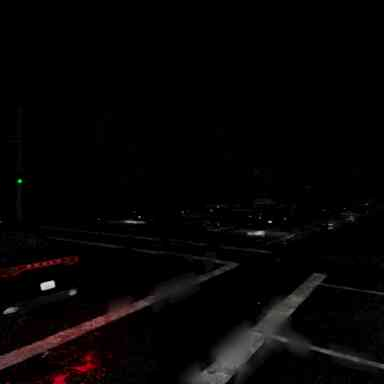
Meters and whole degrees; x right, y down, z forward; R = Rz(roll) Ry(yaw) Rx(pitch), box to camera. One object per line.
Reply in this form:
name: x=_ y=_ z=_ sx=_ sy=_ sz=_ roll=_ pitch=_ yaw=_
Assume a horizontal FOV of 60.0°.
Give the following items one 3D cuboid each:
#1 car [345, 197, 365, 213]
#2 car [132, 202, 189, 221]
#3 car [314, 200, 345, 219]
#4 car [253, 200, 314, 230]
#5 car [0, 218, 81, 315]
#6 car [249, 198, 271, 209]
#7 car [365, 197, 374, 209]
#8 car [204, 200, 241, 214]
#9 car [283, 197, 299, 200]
car: x=17.226 y=1.530 z=36.534 sx=1.994 sy=1.385 sz=4.181 roll=0 pitch=0 yaw=38
car: x=-2.449 y=1.505 z=27.507 sx=2.033 sy=1.411 sz=5.357 roll=0 pitch=0 yaw=36
car: x=11.446 y=1.449 z=28.691 sx=1.882 sy=1.535 sz=5.008 roll=0 pitch=0 yaw=36
car: x=5.928 y=1.481 z=21.168 sx=1.837 sy=1.490 sz=4.892 roll=0 pitch=0 yaw=36
car: x=-4.523 y=1.462 z=7.234 sx=5.008 sy=1.535 sz=1.882 roll=0 pitch=0 yaw=36
car: x=9.137 y=1.473 z=43.272 sx=1.812 sy=1.442 sz=4.674 roll=0 pitch=0 yaw=37
car: x=23.173 y=1.466 z=44.617 sx=1.837 sy=1.490 sz=4.892 roll=0 pitch=0 yaw=37
car: x=3.255 y=1.553 z=35.274 sx=1.895 sy=1.301 sz=4.718 roll=0 pitch=0 yaw=36
car: x=15.257 y=1.489 z=51.537 sx=2.033 sy=1.411 sz=5.357 roll=0 pitch=0 yaw=37
